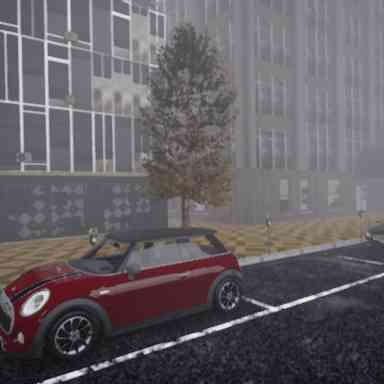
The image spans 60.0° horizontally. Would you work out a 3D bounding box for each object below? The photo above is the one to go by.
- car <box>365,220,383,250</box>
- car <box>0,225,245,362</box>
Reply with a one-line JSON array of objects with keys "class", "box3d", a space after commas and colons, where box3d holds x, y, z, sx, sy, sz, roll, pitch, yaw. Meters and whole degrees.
[{"class": "car", "box3d": [8.166, 1.409, 12.430, 4.403, 1.369, 2.008, -1, 0, -36]}, {"class": "car", "box3d": [-1.074, 1.416, 5.810, 4.097, 1.590, 1.967, -1, 0, -36]}]
